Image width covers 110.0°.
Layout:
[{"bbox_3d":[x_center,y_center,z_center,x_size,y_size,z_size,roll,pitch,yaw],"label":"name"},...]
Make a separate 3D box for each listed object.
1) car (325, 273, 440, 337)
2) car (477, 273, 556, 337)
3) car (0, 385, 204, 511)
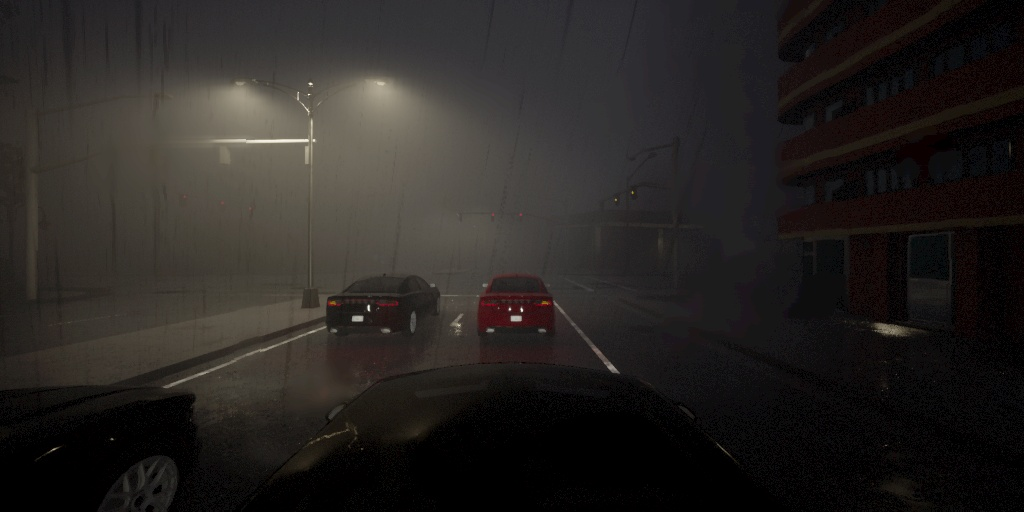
[{"bbox_3d":[-3.385,1.228,10.367,1.882,1.535,5.008,0,0,0],"label":"car"},{"bbox_3d":[0.120,1.228,10.377,1.882,1.535,5.008,0,0,1],"label":"car"},{"bbox_3d":[-3.409,1.228,0.793,1.882,1.535,5.008,0,0,0],"label":"car"}]
